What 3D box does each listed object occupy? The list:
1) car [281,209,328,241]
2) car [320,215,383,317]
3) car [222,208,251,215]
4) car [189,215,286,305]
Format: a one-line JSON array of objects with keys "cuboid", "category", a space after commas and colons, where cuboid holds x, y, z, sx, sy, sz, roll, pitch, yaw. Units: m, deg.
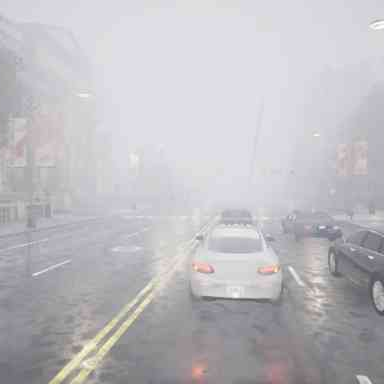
[{"cuboid": [5.759, 1.547, 16.597, 2.033, 1.411, 5.357, 0, 0, 6], "category": "car"}, {"cuboid": [4.469, 1.505, 7.326, 1.837, 1.490, 4.892, 0, 0, 7], "category": "car"}, {"cuboid": [2.322, 1.547, 17.488, 2.033, 1.411, 5.357, 0, 0, 8], "category": "car"}, {"cuboid": [1.034, 1.526, 8.031, 1.812, 1.442, 4.674, 0, 0, 7], "category": "car"}]
